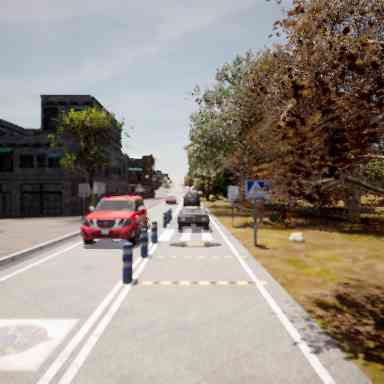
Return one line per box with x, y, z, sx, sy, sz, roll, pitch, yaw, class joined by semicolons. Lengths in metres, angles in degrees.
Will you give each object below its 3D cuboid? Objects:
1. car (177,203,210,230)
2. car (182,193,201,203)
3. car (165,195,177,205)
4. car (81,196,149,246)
0.072;1.578;21.005;1.895;1.301;4.718;0;0;0;car
-0.036;1.132;42.496;2.150;2.045;5.566;0;0;0;car
-3.558;1.326;56.739;1.882;1.535;5.008;0;0;0;car
-3.370;1.211;15.637;2.150;2.045;5.566;0;0;0;car
